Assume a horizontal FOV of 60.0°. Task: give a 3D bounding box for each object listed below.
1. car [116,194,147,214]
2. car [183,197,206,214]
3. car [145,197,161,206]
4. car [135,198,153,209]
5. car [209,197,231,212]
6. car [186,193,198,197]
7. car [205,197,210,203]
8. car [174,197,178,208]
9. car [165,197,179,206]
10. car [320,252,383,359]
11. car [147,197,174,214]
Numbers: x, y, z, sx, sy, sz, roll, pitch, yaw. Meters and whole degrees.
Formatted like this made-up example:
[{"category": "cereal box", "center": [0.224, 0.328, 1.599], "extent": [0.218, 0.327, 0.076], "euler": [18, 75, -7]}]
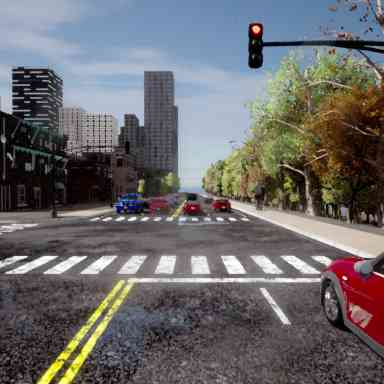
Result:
[{"category": "car", "center": [-6.571, 1.210, 35.797], "extent": [2.150, 2.045, 5.566], "euler": [0, 0, 0]}, {"category": "car", "center": [0.112, 1.553, 34.579], "extent": [1.994, 1.385, 4.181], "euler": [0, 0, 0]}, {"category": "car", "center": [-6.546, 1.543, 56.029], "extent": [1.994, 1.385, 4.181], "euler": [0, 0, 2]}, {"category": "car", "center": [-6.565, 1.585, 46.003], "extent": [1.895, 1.301, 4.718], "euler": [0, 0, 0]}, {"category": "car", "center": [3.364, 1.465, 38.029], "extent": [1.882, 1.535, 5.008], "euler": [0, 0, 0]}, {"category": "car", "center": [0.020, 1.197, 65.061], "extent": [2.150, 2.045, 5.566], "euler": [0, 0, 0]}, {"category": "car", "center": [3.373, 1.540, 63.215], "extent": [1.994, 1.385, 4.181], "euler": [0, 0, 0]}, {"category": "car", "center": [-3.314, 1.531, 46.000], "extent": [2.033, 1.411, 5.357], "euler": [0, 0, 0]}, {"category": "car", "center": [-3.300, 1.526, 56.410], "extent": [2.033, 1.411, 5.357], "euler": [0, 0, 0]}, {"category": "car", "center": [3.350, 1.351, 4.175], "extent": [2.097, 1.767, 4.553], "euler": [0, 0, 0]}, {"category": "car", "center": [-3.324, 1.466, 35.545], "extent": [1.882, 1.535, 5.008], "euler": [0, 0, 0]}]
